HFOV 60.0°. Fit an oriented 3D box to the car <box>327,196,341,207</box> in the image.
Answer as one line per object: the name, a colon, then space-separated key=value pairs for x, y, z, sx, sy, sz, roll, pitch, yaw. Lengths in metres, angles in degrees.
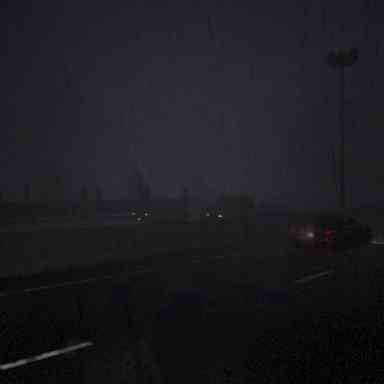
car: x=25.084 y=1.847 z=58.699 sx=1.994 sy=1.385 sz=4.181 roll=0 pitch=-1 yaw=18

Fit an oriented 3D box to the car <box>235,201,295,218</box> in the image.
car: x=5.258 y=1.584 z=23.484 sx=1.812 sy=1.442 sz=4.674 roll=0 pitch=0 yaw=41

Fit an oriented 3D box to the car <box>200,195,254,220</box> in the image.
car: x=2.970 y=1.289 z=26.089 sx=2.150 sy=2.045 sz=5.566 roll=0 pitch=0 yaw=41

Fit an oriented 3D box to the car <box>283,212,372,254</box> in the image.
car: x=5.837 y=1.590 z=13.769 sx=4.181 sy=1.385 sz=1.994 roll=0 pitch=0 yaw=-44

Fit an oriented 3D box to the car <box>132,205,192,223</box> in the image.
car: x=-2.273 y=1.663 z=25.597 sx=1.895 sy=1.301 sz=4.718 roll=0 pitch=0 yaw=44

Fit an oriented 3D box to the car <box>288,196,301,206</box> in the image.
car: x=18.513 y=1.796 z=61.174 sx=1.882 sy=1.535 sz=5.008 roll=0 pitch=-1 yaw=17

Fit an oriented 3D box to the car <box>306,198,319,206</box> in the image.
car: x=22.470 y=1.816 z=62.164 sx=1.837 sy=1.490 sz=4.892 roll=0 pitch=0 yaw=16
